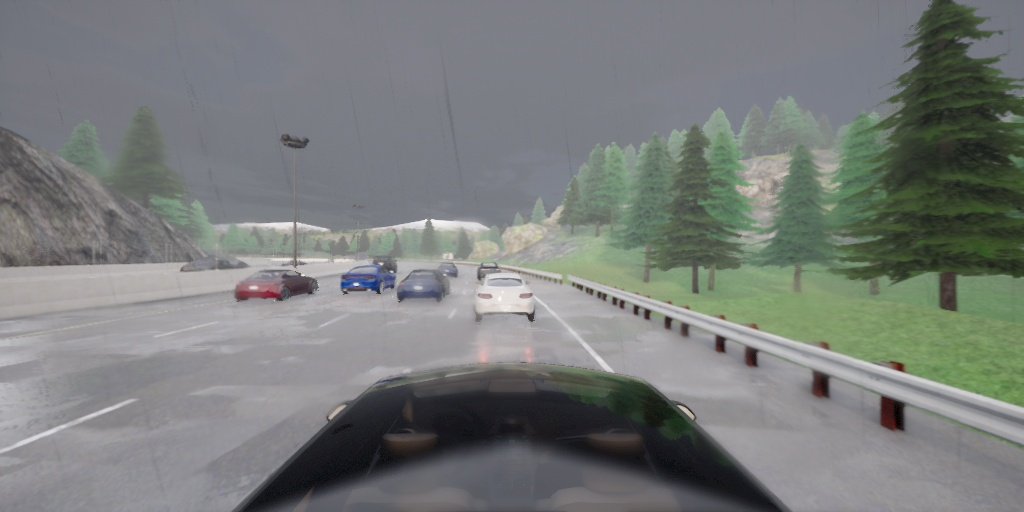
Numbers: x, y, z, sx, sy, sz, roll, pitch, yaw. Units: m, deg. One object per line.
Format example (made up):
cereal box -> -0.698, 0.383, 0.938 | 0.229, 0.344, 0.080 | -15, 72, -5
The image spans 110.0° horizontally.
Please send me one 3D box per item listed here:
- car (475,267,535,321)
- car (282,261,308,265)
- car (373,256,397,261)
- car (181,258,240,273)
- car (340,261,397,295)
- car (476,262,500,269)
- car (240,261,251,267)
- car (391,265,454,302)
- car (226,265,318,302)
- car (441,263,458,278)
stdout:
car -> -0.290, 1.276, 12.342 | 1.812, 1.442, 4.674 | 0, 0, -3
car -> -25.606, 1.291, 42.098 | 2.128, 1.511, 4.902 | 0, 0, -12
car -> -14.380, 1.000, 40.634 | 2.150, 2.045, 5.566 | 0, 0, -11
car -> -27.304, 1.156, 32.367 | 2.097, 1.767, 4.553 | 0, 0, -10
car -> -7.870, 1.243, 20.082 | 1.882, 1.535, 5.008 | 0, 0, -5
car -> -1.978, 1.246, 29.974 | 2.128, 1.511, 4.902 | 0, 0, -8
car -> -32.871, 1.340, 42.576 | 1.812, 1.442, 4.674 | 0, 0, -13
car -> -4.124, 1.322, 17.200 | 1.994, 1.385, 4.181 | 0, 0, -4
car -> -11.153, 1.336, 17.291 | 1.994, 1.385, 4.181 | 0, 0, -5
car -> -6.196, 1.326, 34.496 | 1.994, 1.385, 4.181 | 0, 0, -9
